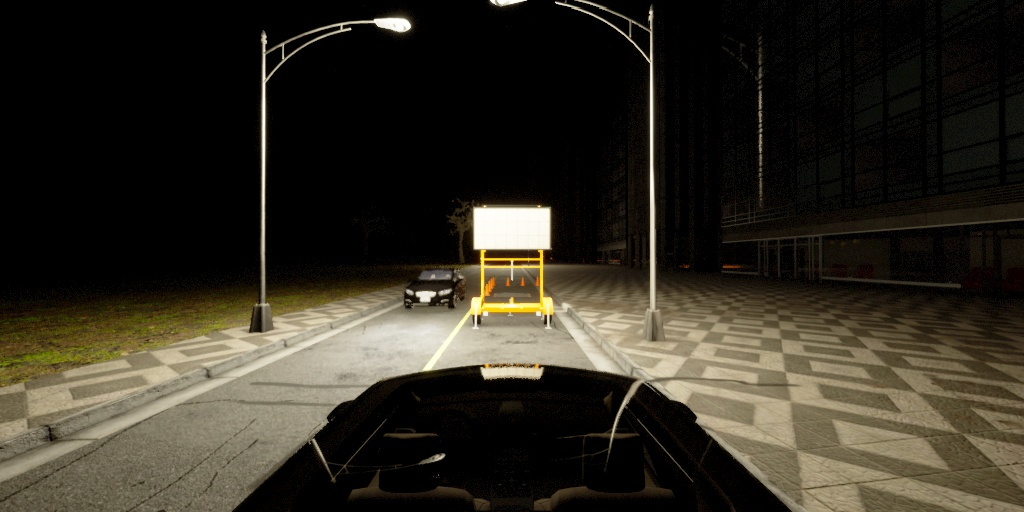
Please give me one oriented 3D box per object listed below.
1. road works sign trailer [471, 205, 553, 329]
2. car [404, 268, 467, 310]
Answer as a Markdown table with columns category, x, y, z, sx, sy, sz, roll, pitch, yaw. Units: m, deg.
| category | x | y | z | sx | sy | sz | roll | pitch | yaw |
| --- | --- | --- | --- | --- | --- | --- | --- | --- | --- |
| road works sign trailer | 0.002 | 0.217 | 11.220 | 2.380 | 3.560 | 2.880 | 0 | 0 | 0 |
| car | -2.997 | 1.245 | 14.830 | 2.128 | 1.511 | 4.902 | 0 | 0 | 0 |
